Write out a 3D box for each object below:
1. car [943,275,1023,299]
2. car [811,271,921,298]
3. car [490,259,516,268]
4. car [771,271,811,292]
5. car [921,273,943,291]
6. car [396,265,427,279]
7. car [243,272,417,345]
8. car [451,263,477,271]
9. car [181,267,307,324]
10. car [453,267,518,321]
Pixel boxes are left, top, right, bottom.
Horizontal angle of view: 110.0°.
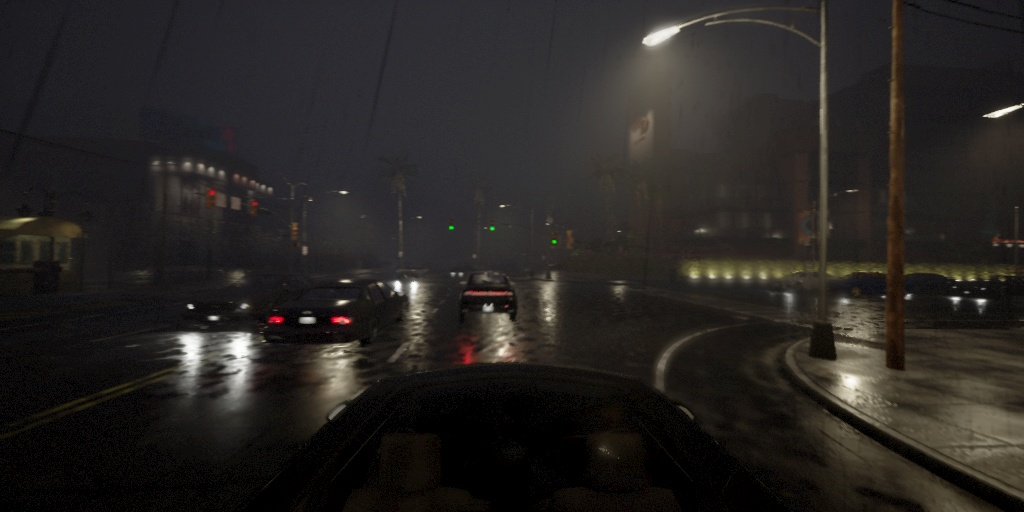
[{"bbox_3d":[31.923,1.993,23.293,5.357,1.411,2.033,1,-1,-4],"label":"car"},{"bbox_3d":[22.132,1.764,22.498,5.008,1.535,1.882,1,-1,-5],"label":"car"},{"bbox_3d":[-1.447,1.522,62.762,2.150,2.045,5.566,1,-1,36],"label":"car"},{"bbox_3d":[21.370,1.833,25.927,4.674,1.442,1.812,1,-1,-5],"label":"car"},{"bbox_3d":[30.444,1.980,26.682,4.674,1.442,1.812,1,-1,-5],"label":"car"},{"bbox_3d":[-9.455,1.507,33.901,1.895,1.301,4.718,1,-1,-2],"label":"car"},{"bbox_3d":[-4.124,1.306,9.411,2.033,1.411,5.357,1,0,-4],"label":"car"},{"bbox_3d":[-6.905,1.666,52.430,2.033,1.411,5.357,1,-1,19],"label":"car"},{"bbox_3d":[-8.031,1.271,12.085,2.033,1.411,5.357,1,-1,-4],"label":"car"},{"bbox_3d":[-0.865,1.332,12.809,2.128,1.511,4.902,1,-1,-4],"label":"car"}]
